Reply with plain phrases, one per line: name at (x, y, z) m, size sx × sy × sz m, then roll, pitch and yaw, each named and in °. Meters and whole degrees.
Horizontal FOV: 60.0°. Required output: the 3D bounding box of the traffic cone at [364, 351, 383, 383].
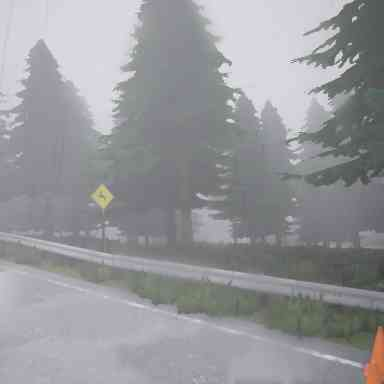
traffic cone at (1.785, 1.956, 3.267) m, size 0.340 × 0.580 × 0.340 m, roll 0°, pitch 0°, yaw 33°

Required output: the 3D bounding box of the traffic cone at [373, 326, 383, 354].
traffic cone at (2.329, 1.956, 4.104) m, size 0.340 × 0.580 × 0.340 m, roll 0°, pitch 0°, yaw 34°
